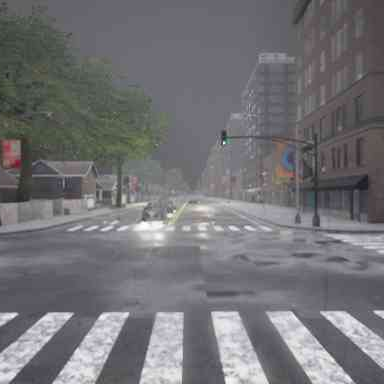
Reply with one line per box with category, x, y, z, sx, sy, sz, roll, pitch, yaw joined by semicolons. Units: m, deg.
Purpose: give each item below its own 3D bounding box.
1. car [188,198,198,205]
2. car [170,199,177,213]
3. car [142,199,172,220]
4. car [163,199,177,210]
car;0.232;1.923;69.912;2.128;1.511;4.902;0;0;0
car;-3.265;1.585;39.520;2.097;1.767;4.553;0;0;0
car;-3.287;1.665;29.785;2.128;1.511;4.902;0;0;0
car;-3.240;1.821;49.476;1.812;1.442;4.674;0;0;0
